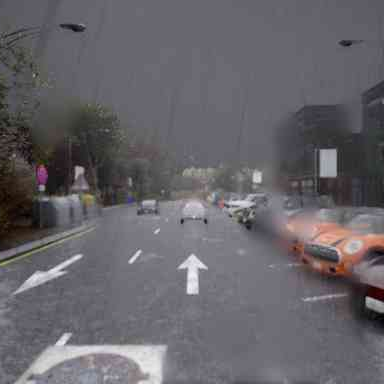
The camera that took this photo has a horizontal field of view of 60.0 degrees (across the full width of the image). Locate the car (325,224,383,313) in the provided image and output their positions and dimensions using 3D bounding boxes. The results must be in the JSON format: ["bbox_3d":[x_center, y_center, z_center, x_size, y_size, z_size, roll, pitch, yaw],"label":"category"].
[{"bbox_3d":[5.287,1.489,6.323,4.792,1.488,2.163,1,0,-20],"label":"car"}]

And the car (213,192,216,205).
[{"bbox_3d":[5.473,1.262,42.367,4.553,1.767,2.185,1,0,-20],"label":"car"}]

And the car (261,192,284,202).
[{"bbox_3d":[18.457,1.130,76.386,2.435,2.045,5.566,0,1,-21],"label":"car"}]

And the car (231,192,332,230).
[{"bbox_3d":[5.342,1.171,18.318,5.566,2.045,2.435,1,0,-20],"label":"car"}]

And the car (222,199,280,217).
[{"bbox_3d":[5.374,1.427,30.335,4.792,1.488,2.163,1,0,-20],"label":"car"}]

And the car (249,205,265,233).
[{"bbox_3d":[5.338,1.470,15.340,4.674,1.452,2.002,1,0,-20],"label":"car"}]

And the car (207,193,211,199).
[{"bbox_3d":[5.280,1.376,54.314,5.366,1.575,1.946,1,0,-20],"label":"car"}]

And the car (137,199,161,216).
[{"bbox_3d":[-4.037,1.437,31.667,1.812,1.442,4.674,0,0,0],"label":"car"}]

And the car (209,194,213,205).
[{"bbox_3d":[5.438,1.385,45.370,5.008,1.535,2.097,1,0,-20],"label":"car"}]

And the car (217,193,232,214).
[{"bbox_3d":[5.365,1.151,27.334,5.566,2.045,2.435,1,0,-20],"label":"car"}]

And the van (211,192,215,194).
[{"bbox_3d":[5.562,1.160,48.415,4.442,1.987,1.878,1,0,-20],"label":"van"}]

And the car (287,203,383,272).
[{"bbox_3d":[5.355,1.324,9.342,4.553,1.767,2.185,1,0,-20],"label":"car"}]

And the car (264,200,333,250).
[{"bbox_3d":[5.364,1.314,12.343,4.553,1.767,2.185,1,0,-20],"label":"car"}]

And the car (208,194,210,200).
[{"bbox_3d":[5.459,1.423,51.373,4.674,1.452,2.002,1,0,-20],"label":"car"}]

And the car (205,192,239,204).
[{"bbox_3d":[5.475,1.128,60.407,5.566,2.045,2.435,1,0,-20],"label":"car"}]

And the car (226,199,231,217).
[{"bbox_3d":[5.190,1.410,21.276,5.366,1.575,1.946,1,0,-20],"label":"car"}]

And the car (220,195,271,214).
[{"bbox_3d":[5.380,1.268,33.349,4.553,1.767,2.185,1,0,-20],"label":"car"}]

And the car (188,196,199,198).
[{"bbox_3d":[0.164,1.254,40.707,2.097,1.767,4.553,0,0,0],"label":"car"}]

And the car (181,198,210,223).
[{"bbox_3d":[0.138,1.448,24.680,1.812,1.442,4.674,0,0,0],"label":"car"}]

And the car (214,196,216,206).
[{"bbox_3d":[5.432,1.429,39.359,4.674,1.452,2.002,1,0,-20],"label":"car"}]
